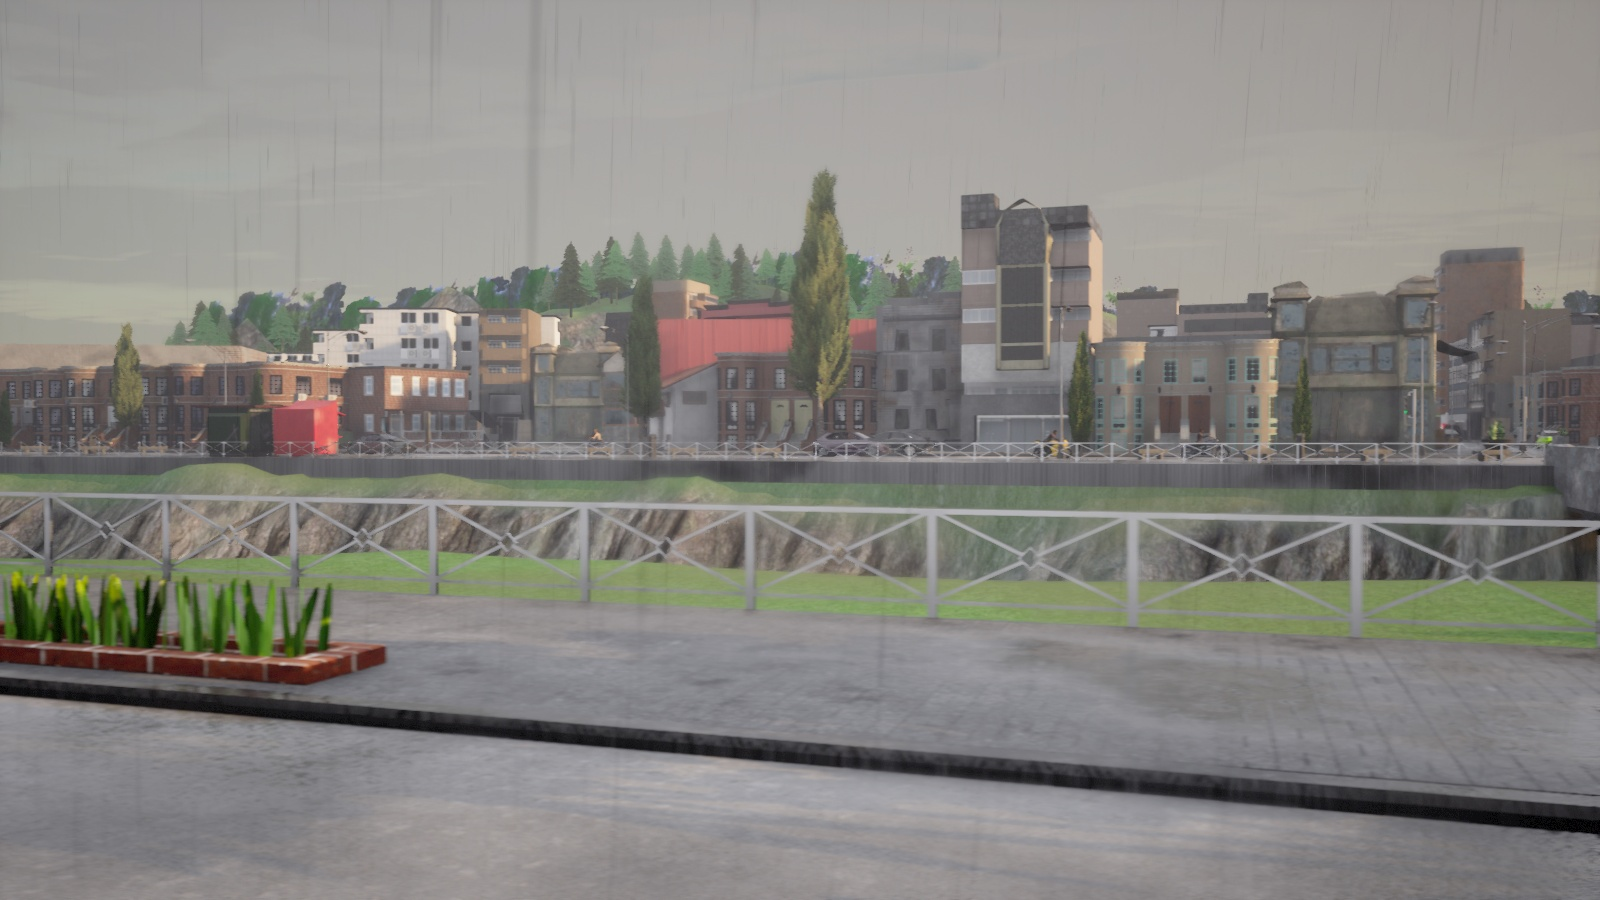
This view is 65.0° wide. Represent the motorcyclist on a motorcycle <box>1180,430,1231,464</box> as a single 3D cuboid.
[{"bbox_3d":[20.032,-0.144,62.093,2.350,1.649,0.766,1,1,18],"label":"motorcyclist on a motorcycle"}]

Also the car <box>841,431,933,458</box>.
[{"bbox_3d":[4.969,-0.321,71.375,4.892,1.490,1.837,1,1,19],"label":"car"}]

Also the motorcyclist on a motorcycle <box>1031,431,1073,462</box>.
[{"bbox_3d":[12.932,-0.189,64.482,2.044,1.523,0.797,1,1,19],"label":"motorcyclist on a motorcycle"}]

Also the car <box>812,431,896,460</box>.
[{"bbox_3d":[2.920,-0.265,67.845,4.193,1.474,1.816,1,1,19],"label":"car"}]

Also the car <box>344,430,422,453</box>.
[{"bbox_3d":[-25.716,-0.522,77.461,4.181,1.385,1.994,1,1,18],"label":"car"}]
